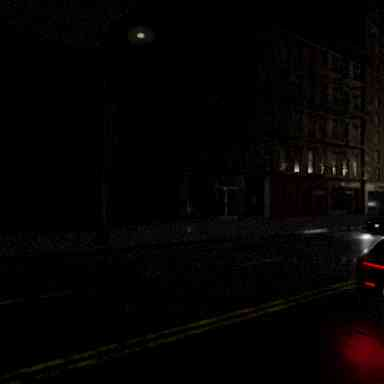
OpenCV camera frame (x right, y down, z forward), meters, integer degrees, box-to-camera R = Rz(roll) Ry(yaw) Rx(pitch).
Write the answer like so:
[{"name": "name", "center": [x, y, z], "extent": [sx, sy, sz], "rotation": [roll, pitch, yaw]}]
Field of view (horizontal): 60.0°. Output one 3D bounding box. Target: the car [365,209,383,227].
[{"name": "car", "center": [12.675, 1.728, 20.638], "extent": [4.892, 1.490, 1.837], "rotation": [1, 0, -35]}]

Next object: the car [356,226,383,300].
[{"name": "car", "center": [5.564, 1.593, 7.378], "extent": [4.892, 1.490, 1.837], "rotation": [1, 0, -35]}]
